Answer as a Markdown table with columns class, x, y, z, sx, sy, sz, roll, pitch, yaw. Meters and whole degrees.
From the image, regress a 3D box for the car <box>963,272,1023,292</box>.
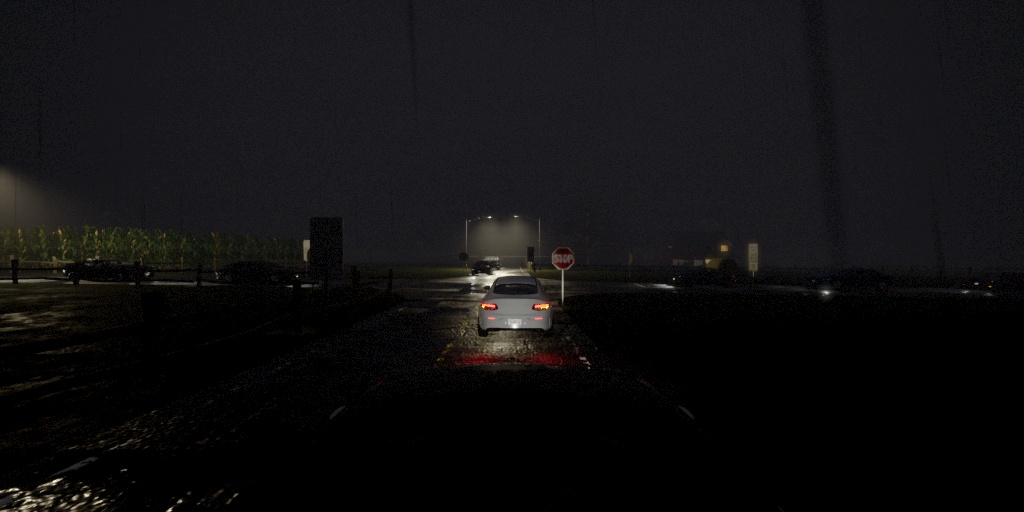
| class | x | y | z | sx | sy | sz | roll | pitch | yaw |
| --- | --- | --- | --- | --- | --- | --- | --- | --- | --- |
| car | 34.979 | 1.813 | 25.433 | 4.181 | 1.385 | 1.994 | 1 | 1 | 1 |

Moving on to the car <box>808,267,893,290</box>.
| class | x | y | z | sx | sy | sz | roll | pitch | yaw |
| --- | --- | --- | --- | --- | --- | --- | --- | --- | --- |
| car | 24.101 | 1.561 | 25.628 | 5.008 | 1.535 | 1.882 | 1 | 1 | 1 |

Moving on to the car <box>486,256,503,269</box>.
| class | x | y | z | sx | sy | sz | roll | pitch | yaw |
| --- | --- | --- | --- | --- | --- | --- | --- | --- | --- |
| car | -2.812 | 0.957 | 50.372 | 2.150 | 2.045 | 5.566 | 0 | 0 | 0 |

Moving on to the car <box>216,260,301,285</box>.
| class | x | y | z | sx | sy | sz | roll | pitch | yaw |
| --- | --- | --- | --- | --- | --- | --- | --- | --- | --- |
| car | -16.458 | 1.052 | 23.425 | 4.892 | 1.490 | 1.837 | 1 | 1 | 0 |

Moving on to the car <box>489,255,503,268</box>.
| class | x | y | z | sx | sy | sz | roll | pitch | yaw |
| --- | --- | --- | --- | --- | --- | --- | --- | --- | --- |
| car | -2.782 | 0.957 | 63.464 | 2.150 | 2.045 | 5.566 | 0 | 0 | 1 |

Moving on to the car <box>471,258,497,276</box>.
| class | x | y | z | sx | sy | sz | roll | pitch | yaw |
| --- | --- | --- | --- | --- | --- | --- | --- | --- | --- |
| car | -2.965 | 1.245 | 36.570 | 1.837 | 1.490 | 4.892 | 0 | 0 | 4 |

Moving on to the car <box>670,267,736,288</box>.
| class | x | y | z | sx | sy | sz | roll | pitch | yaw |
| --- | --- | --- | --- | --- | --- | --- | --- | --- | --- |
| car | 13.660 | 1.495 | 25.807 | 4.181 | 1.385 | 1.994 | 1 | 1 | 1 |

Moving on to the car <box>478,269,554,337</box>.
| class | x | y | z | sx | sy | sz | roll | pitch | yaw |
| --- | --- | --- | --- | --- | --- | --- | --- | --- | --- |
| car | 0.132 | 1.273 | 10.127 | 1.812 | 1.442 | 4.674 | 0 | 0 | 2 |

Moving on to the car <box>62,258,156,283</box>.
| class | x | y | z | sx | sy | sz | roll | pitch | yaw |
| --- | --- | --- | --- | --- | --- | --- | --- | --- | --- |
| car | -26.378 | 0.900 | 23.571 | 4.902 | 1.511 | 2.128 | 1 | 1 | 1 |
